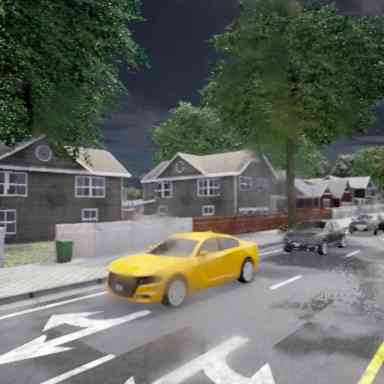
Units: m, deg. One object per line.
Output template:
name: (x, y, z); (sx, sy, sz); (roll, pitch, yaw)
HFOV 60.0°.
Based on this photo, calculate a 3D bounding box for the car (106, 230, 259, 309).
car: (0.011, 1.885, 9.199); (1.882, 1.535, 5.008); (-3, -3, 40)

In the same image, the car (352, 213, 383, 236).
car: (13.282, 2.346, 25.003); (2.128, 1.511, 4.902); (-3, -3, 40)

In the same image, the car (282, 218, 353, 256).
car: (6.181, 2.159, 16.551); (1.837, 1.490, 4.892); (-3, -3, 40)
